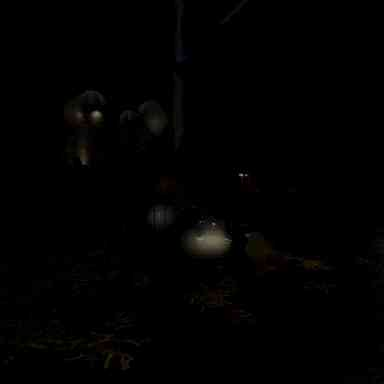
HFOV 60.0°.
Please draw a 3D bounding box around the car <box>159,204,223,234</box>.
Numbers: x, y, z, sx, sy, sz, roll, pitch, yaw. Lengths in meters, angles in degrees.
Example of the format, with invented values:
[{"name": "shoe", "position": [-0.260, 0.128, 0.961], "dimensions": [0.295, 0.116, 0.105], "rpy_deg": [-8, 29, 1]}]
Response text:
[{"name": "car", "position": [-0.200, 1.506, 19.564], "dimensions": [1.837, 1.490, 4.892], "rpy_deg": [0, 0, -35]}]
